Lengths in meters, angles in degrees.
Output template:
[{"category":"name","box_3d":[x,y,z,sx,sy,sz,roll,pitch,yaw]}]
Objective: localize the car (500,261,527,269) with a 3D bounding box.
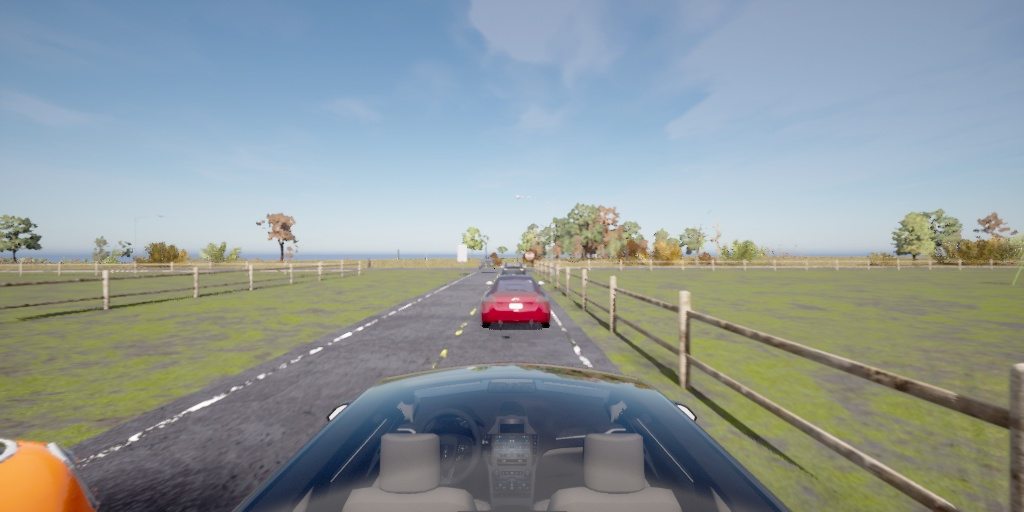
[{"category":"car","box_3d":[0.116,1.162,28.064,2.128,1.511,4.902,0,0,0]}]

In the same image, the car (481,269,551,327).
[{"category":"car","box_3d":[0.106,1.286,11.467,1.994,1.385,4.181,0,0,0]}]

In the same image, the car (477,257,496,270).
[{"category":"car","box_3d":[-2.726,0.788,40.016,2.033,1.411,5.357,0,0,0]}]

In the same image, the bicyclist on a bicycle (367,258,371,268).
[{"category":"bicyclist on a bicycle","box_3d":[-22.474,1.094,56.454,0.582,1.620,1.656,0,0,0]}]
